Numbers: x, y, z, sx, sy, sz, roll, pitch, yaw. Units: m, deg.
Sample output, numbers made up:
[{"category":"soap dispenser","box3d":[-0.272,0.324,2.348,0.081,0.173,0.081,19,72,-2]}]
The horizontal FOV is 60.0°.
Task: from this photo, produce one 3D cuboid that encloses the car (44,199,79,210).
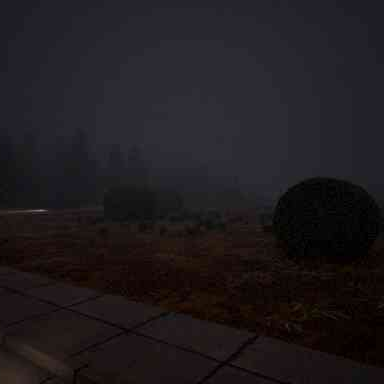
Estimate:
[{"category":"car","box3d":[-16.633,1.555,42.509,1.994,1.385,4.181,0,0,37]}]
